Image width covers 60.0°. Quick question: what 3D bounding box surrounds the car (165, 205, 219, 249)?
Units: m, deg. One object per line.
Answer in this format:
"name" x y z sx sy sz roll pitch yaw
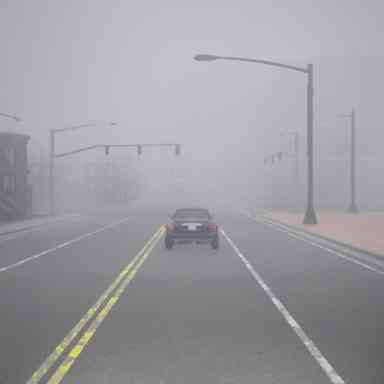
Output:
"car" 0.000 1.365 14.620 2.097 1.767 4.553 0 0 0
